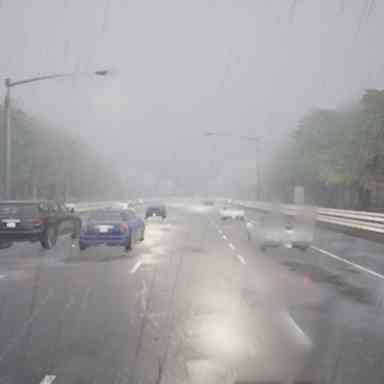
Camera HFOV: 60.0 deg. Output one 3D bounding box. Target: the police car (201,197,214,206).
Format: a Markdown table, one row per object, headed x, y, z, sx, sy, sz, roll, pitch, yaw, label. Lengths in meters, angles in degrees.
| x | y | z | sx | sy | sz | roll | pitch | yaw | label |
| --- | --- | --- | --- | --- | --- | --- | --- | --- | --- |
| 3.501 | 2.108 | 68.603 | 1.930 | 1.638 | 5.238 | 0 | -1 | 0 | police car |

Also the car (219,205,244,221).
| x | y | z | sx | sy | sz | roll | pitch | yaw | label |
| --- | --- | --- | --- | --- | --- | --- | --- | --- | --- |
| 3.596 | 1.901 | 30.835 | 1.895 | 1.301 | 4.718 | 0 | -1 | 0 | car |

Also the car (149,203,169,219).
| x | y | z | sx | sy | sz | roll | pitch | yaw | label |
| --- | --- | --- | --- | --- | --- | --- | --- | --- | --- |
| -3.403 | 1.821 | 32.490 | 1.837 | 1.490 | 4.892 | 0 | -1 | 0 | car |

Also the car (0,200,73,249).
| x | y | z | sx | sy | sz | roll | pitch | yaw | label |
| --- | --- | --- | --- | --- | --- | --- | --- | --- | --- |
| -6.902 | 1.371 | 15.389 | 2.150 | 2.045 | 5.566 | 0 | -1 | 0 | car |

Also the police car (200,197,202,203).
| x | y | z | sx | sy | sz | roll | pitch | yaw | label |
| --- | --- | --- | --- | --- | --- | --- | --- | --- | --- |
| 3.522 | 2.227 | 79.588 | 1.930 | 1.638 | 5.238 | 0 | -1 | 0 | police car |

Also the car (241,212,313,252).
| x | y | z | sx | sy | sz | roll | pitch | yaw | label |
| --- | --- | --- | --- | --- | --- | --- | --- | --- | --- |
| 3.597 | 1.743 | 14.649 | 1.895 | 1.301 | 4.718 | 0 | -1 | 0 | car |

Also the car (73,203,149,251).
| x | y | z | sx | sy | sz | roll | pitch | yaw | label |
| --- | --- | --- | --- | --- | --- | --- | --- | --- | --- |
| -3.402 | 1.497 | 14.938 | 2.097 | 1.767 | 4.553 | 0 | -1 | 0 | car |

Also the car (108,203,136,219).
| x | y | z | sx | sy | sz | roll | pitch | yaw | label |
| --- | --- | --- | --- | --- | --- | --- | --- | --- | --- |
| -6.905 | 1.850 | 33.329 | 1.812 | 1.442 | 4.674 | 0 | -1 | 0 | car |
